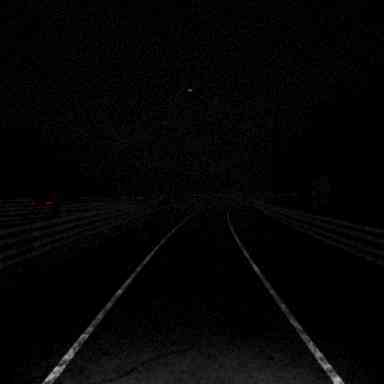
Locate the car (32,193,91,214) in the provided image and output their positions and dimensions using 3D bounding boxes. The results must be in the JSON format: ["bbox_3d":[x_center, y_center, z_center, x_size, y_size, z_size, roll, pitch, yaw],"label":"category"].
[{"bbox_3d":[-11.105,1.112,28.639,2.150,2.045,5.566,0,0,19],"label":"car"}]

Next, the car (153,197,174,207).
[{"bbox_3d":[-4.240,1.479,49.025,1.812,1.442,4.674,0,0,19],"label":"car"}]

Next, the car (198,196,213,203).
[{"bbox_3d":[2.813,1.535,69.963,2.033,1.411,5.357,0,0,19],"label":"car"}]
